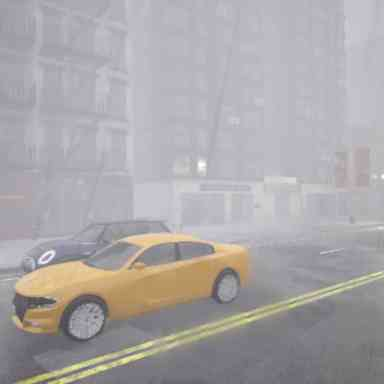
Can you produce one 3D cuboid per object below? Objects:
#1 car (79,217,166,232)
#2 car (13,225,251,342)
[{"bbox_3d":[-2.516,1.617,9.893,4.553,1.767,2.097,0,-2,-37],"label":"car"},{"bbox_3d":[-0.946,1.656,7.008,5.008,1.535,1.882,0,-2,-37],"label":"car"}]
